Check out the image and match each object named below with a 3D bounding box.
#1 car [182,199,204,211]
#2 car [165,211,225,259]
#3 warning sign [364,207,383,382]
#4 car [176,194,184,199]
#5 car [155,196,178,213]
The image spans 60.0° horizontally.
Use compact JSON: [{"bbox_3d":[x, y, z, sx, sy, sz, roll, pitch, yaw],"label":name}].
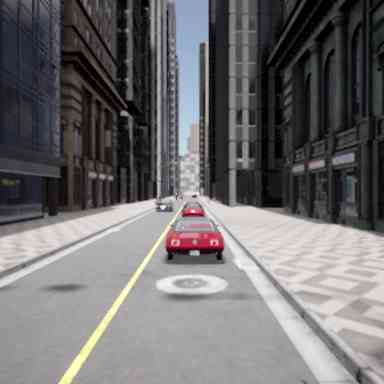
[{"bbox_3d":[0.102,1.567,29.806,1.994,1.385,4.181,0,0,0],"label":"car"},{"bbox_3d":[0.096,1.601,12.546,1.895,1.301,4.718,0,0,0],"label":"car"},{"bbox_3d":[2.720,1.115,3.468,1.300,1.860,1.060,0,0,0],"label":"warning sign"},{"bbox_3d":[-2.983,1.324,78.494,1.837,1.490,4.892,0,0,0],"label":"car"},{"bbox_3d":[-3.083,1.498,38.000,2.128,1.511,4.902,0,0,0],"label":"car"}]
